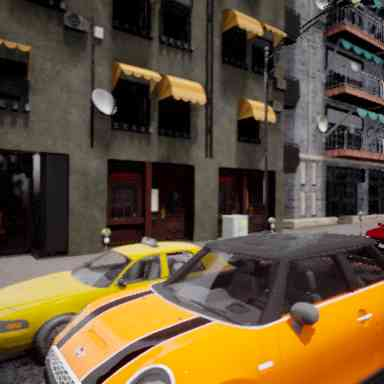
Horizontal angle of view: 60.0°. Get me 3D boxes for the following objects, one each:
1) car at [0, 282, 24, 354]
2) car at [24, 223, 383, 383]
[{"bbox_3d":[-0.976,1.526,5.854,4.829,1.417,1.752,0,1,-36],"label":"car"},{"bbox_3d":[0.752,1.353,3.908,4.553,1.767,2.097,0,0,-36],"label":"car"}]
